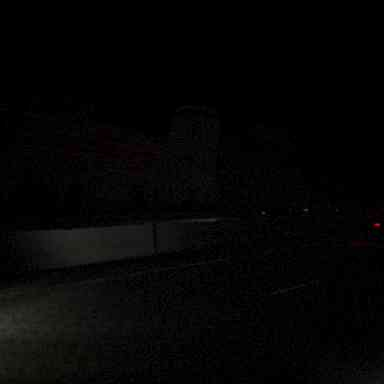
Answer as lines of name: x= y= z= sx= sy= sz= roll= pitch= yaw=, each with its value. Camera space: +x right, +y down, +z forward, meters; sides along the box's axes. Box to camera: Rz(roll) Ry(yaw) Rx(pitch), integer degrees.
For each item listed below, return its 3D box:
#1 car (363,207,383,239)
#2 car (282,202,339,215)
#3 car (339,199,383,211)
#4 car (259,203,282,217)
car: x=10.828 y=1.592 z=16.220 sx=5.357 sy=1.411 sz=2.033 roll=1 pitch=-1 yaw=-37
car: x=10.439 y=1.654 z=29.267 sx=4.553 sy=1.767 sz=2.097 roll=3 pitch=-2 yaw=-37
car: x=14.183 y=1.599 z=27.688 sx=5.566 sy=2.045 sz=2.150 roll=3 pitch=-2 yaw=-36
car: x=8.589 y=1.821 z=32.248 sx=4.902 sy=1.511 sz=2.128 roll=3 pitch=-2 yaw=-37
